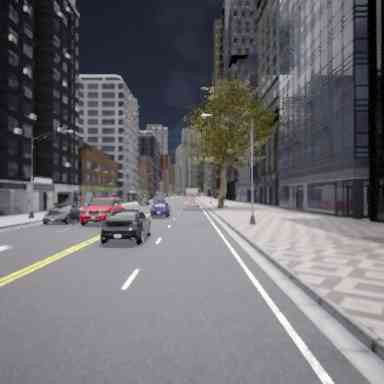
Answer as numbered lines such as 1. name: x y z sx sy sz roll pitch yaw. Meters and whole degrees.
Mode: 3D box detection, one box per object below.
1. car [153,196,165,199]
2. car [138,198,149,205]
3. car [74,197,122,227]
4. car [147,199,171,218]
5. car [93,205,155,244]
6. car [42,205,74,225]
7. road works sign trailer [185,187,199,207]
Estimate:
1. car: -6.493 1.737 65.960 2.150 2.045 5.566 0 0 0
2. car: -9.739 2.021 67.777 1.837 1.490 4.892 0 0 0
3. car: -6.594 1.415 24.977 2.150 2.045 5.566 0 -1 0
4. car: -3.143 1.784 33.743 1.812 1.442 4.674 0 0 0
5. car: -3.147 1.629 16.502 1.837 1.490 4.892 0 0 0
6. car: -9.832 1.721 25.745 1.812 1.442 4.674 0 0 0
7. road works sign trailer: 0.010 0.938 60.867 2.380 3.560 2.880 0 0 0
